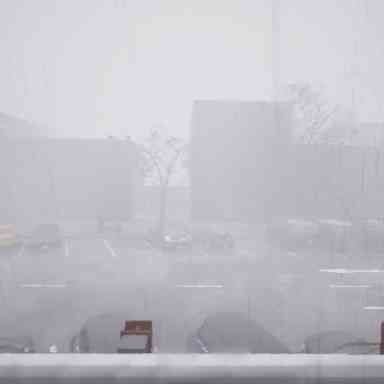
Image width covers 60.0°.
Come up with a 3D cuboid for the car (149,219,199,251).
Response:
[{"bbox_3d":[-1.587,3.009,24.166,2.185,1.767,4.553,0,3,-22],"label":"car"}]

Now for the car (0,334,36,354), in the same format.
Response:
[{"bbox_3d":[-4.570,4.212,7.148,2.163,1.488,4.792,-1,5,-22],"label":"car"}]

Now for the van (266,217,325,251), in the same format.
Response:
[{"bbox_3d":[7.248,3.017,24.559,1.878,1.987,4.442,-1,3,-22],"label":"van"}]

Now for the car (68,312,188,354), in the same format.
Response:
[{"bbox_3d":[-1.546,4.096,7.243,2.185,1.767,4.553,-1,5,-22],"label":"car"}]

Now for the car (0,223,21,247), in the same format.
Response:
[{"bbox_3d":[-13.482,2.970,23.886,1.946,1.575,5.366,-1,3,-22],"label":"car"}]

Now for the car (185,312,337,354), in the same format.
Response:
[{"bbox_3d":[1.481,4.134,7.361,2.185,1.767,4.553,-1,5,-22],"label":"car"}]

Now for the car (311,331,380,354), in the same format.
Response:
[{"bbox_3d":[4.499,4.303,7.434,2.231,1.521,4.892,-1,5,-22],"label":"car"}]

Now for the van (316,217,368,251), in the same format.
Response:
[{"bbox_3d":[10.205,3.055,24.664,1.878,1.987,4.442,-1,3,-22],"label":"van"}]

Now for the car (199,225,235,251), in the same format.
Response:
[{"bbox_3d":[1.385,3.175,24.250,2.231,1.521,4.892,-1,3,-22],"label":"car"}]

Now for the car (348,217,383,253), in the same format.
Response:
[{"bbox_3d":[13.225,3.074,24.639,2.435,2.045,5.566,0,3,-22],"label":"car"}]

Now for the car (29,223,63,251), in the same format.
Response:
[{"bbox_3d":[-10.432,3.052,23.804,2.163,1.488,4.792,0,3,-22],"label":"car"}]
